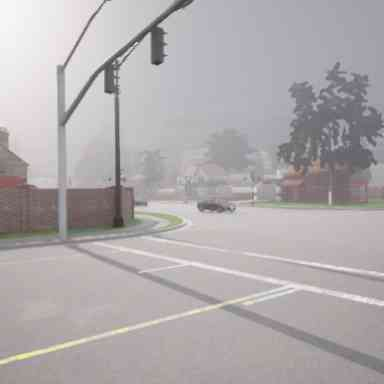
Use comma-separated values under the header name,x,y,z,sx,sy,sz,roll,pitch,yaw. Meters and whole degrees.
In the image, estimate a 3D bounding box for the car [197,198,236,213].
name,x,y,z,sx,sy,sz,roll,pitch,yaw
car,2.494,1.365,34.587,2.128,1.511,4.902,-1,1,-37

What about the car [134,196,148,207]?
name,x,y,z,sx,sy,sz,roll,pitch,yaw
car,-8.260,1.377,48.919,1.882,1.535,5.008,-1,0,-36
